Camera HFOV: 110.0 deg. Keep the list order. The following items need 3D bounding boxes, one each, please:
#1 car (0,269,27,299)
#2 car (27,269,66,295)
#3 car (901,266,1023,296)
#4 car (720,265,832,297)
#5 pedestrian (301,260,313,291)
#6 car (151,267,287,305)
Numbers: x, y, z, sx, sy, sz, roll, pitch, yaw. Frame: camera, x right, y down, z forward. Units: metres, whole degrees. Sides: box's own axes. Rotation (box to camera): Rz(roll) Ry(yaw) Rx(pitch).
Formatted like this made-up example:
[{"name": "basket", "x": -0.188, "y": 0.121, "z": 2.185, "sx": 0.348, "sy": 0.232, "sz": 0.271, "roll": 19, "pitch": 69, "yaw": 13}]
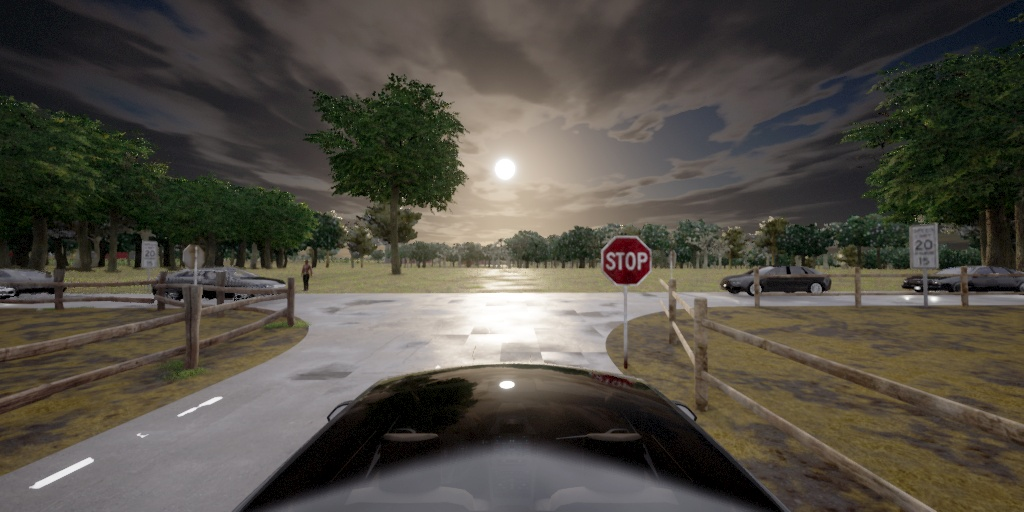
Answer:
[{"name": "car", "x": -24.150, "y": 1.253, "z": 15.104, "sx": 4.674, "sy": 1.442, "sz": 1.812, "roll": 0, "pitch": -1, "yaw": 0}, {"name": "car", "x": -25.412, "y": 1.362, "z": 18.035, "sx": 4.181, "sy": 1.385, "sz": 1.994, "roll": 0, "pitch": -1, "yaw": 0}, {"name": "car", "x": 22.955, "y": 1.212, "z": 17.855, "sx": 5.357, "sy": 1.411, "sz": 2.033, "roll": 0, "pitch": -1, "yaw": 2}, {"name": "car", "x": 13.125, "y": 1.219, "z": 18.014, "sx": 4.892, "sy": 1.490, "sz": 1.837, "roll": 0, "pitch": -1, "yaw": 1}, {"name": "pedestrian", "x": -12.123, "y": 1.136, "z": 21.088, "sx": 0.375, "sy": 1.860, "sz": 0.375, "roll": 0, "pitch": -1, "yaw": 0}, {"name": "car", "x": -12.157, "y": 1.222, "z": 15.108, "sx": 4.902, "sy": 1.511, "sz": 2.128, "roll": 0, "pitch": -1, "yaw": 0}]
